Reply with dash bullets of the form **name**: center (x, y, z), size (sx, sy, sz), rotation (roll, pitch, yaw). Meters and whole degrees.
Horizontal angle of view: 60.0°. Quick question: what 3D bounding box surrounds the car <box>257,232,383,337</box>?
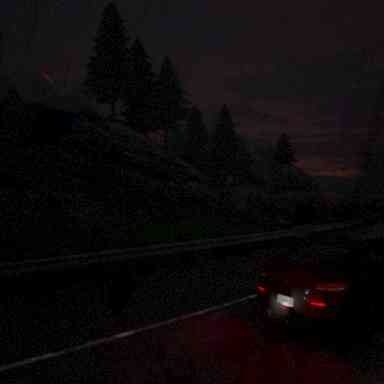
- **car**: center (3.232, 1.543, 6.705), size (4.674, 1.442, 1.812), rotation (0, 0, -40)
